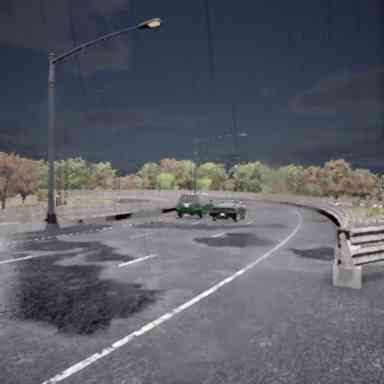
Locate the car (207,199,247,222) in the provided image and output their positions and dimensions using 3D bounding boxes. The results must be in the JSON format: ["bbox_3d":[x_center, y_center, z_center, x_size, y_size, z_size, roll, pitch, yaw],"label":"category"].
[{"bbox_3d":[3.067,1.480,26.386,1.882,1.535,5.008,0,0,20],"label":"car"}]

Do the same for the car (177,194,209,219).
[{"bbox_3d":[0.420,1.210,29.369,2.150,2.045,5.566,0,0,18],"label":"car"}]
